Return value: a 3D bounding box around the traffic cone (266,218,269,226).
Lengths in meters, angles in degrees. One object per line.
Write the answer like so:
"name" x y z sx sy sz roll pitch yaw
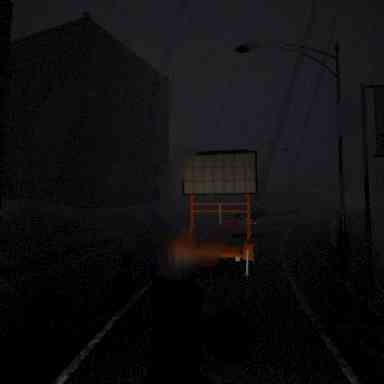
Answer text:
"traffic cone" 5.170 2.063 22.988 0.340 0.580 0.340 -2 -1 16

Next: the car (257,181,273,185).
"car" 14.336 -1.700 71.982 4.674 1.452 2.002 2 -5 -24

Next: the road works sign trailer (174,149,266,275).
"road works sign trailer" 0.922 0.487 10.660 2.380 3.560 2.880 -1 0 17

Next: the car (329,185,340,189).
"car" 34.246 -0.886 82.023 4.674 1.452 2.002 3 -5 -29

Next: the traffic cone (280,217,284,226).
"traffic cone" 6.121 2.032 22.699 0.340 0.580 0.340 -2 -1 17

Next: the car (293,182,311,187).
"car" 24.323 -1.479 76.760 4.553 1.767 2.185 2 -5 -26

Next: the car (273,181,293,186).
"car" 19.366 -1.551 74.320 5.008 1.535 2.097 2 -5 -25

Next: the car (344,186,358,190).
"car" 38.948 -0.704 84.717 4.892 1.521 2.231 3 -5 -30

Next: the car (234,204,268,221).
"car" 5.574 1.836 30.831 1.812 1.442 4.674 -3 -2 32

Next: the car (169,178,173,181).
"car" -5.940 -2.458 63.455 4.553 1.767 2.185 1 -5 -23

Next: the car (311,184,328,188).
"car" 29.402 -1.110 79.388 4.792 1.488 2.163 2 -5 -27
